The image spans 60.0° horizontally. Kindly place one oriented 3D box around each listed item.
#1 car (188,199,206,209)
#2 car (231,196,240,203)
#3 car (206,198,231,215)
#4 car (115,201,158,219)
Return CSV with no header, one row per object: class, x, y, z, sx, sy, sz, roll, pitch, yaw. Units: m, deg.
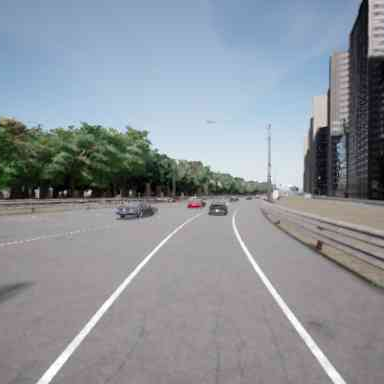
car,0.790,1.683,48.887,1.994,1.385,4.181,0,0,16
car,10.511,1.867,82.014,1.837,1.490,4.892,0,0,16
car,2.909,1.600,35.807,1.837,1.490,4.892,0,0,9
car,-4.844,1.542,29.667,2.033,1.411,5.357,1,0,16
